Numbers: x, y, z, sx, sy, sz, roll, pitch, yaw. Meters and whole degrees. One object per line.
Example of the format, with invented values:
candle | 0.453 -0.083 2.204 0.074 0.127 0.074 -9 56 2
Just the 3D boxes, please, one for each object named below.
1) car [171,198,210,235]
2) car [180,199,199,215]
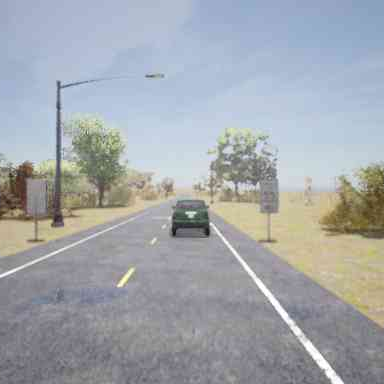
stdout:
car | -0.083 1.397 20.329 2.150 2.045 5.566 0 0 -1
car | -0.322 1.674 38.519 2.097 1.767 4.553 0 0 -1
